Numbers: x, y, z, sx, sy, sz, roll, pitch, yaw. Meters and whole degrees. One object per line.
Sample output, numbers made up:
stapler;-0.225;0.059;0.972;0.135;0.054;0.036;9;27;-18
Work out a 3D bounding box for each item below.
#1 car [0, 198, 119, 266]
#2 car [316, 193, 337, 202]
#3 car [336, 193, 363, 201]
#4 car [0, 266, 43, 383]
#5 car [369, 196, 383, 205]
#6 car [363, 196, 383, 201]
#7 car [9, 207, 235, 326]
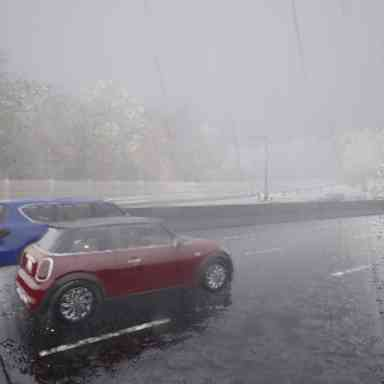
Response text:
car;-3.190;1.191;10.159;5.566;2.045;2.150;0;0;-36
car;20.881;1.132;49.724;5.566;2.045;2.150;0;0;-36
car;22.980;1.275;46.931;4.553;1.767;2.097;0;0;-36
car;-3.572;1.538;1.191;5.357;1.411;2.033;0;0;-36
car;33.646;1.435;59.033;4.902;1.511;2.128;0;0;-36
car;25.240;1.284;44.252;4.553;1.767;2.097;0;0;-36
car;-1.211;1.331;7.267;4.553;1.767;2.097;0;0;-36
